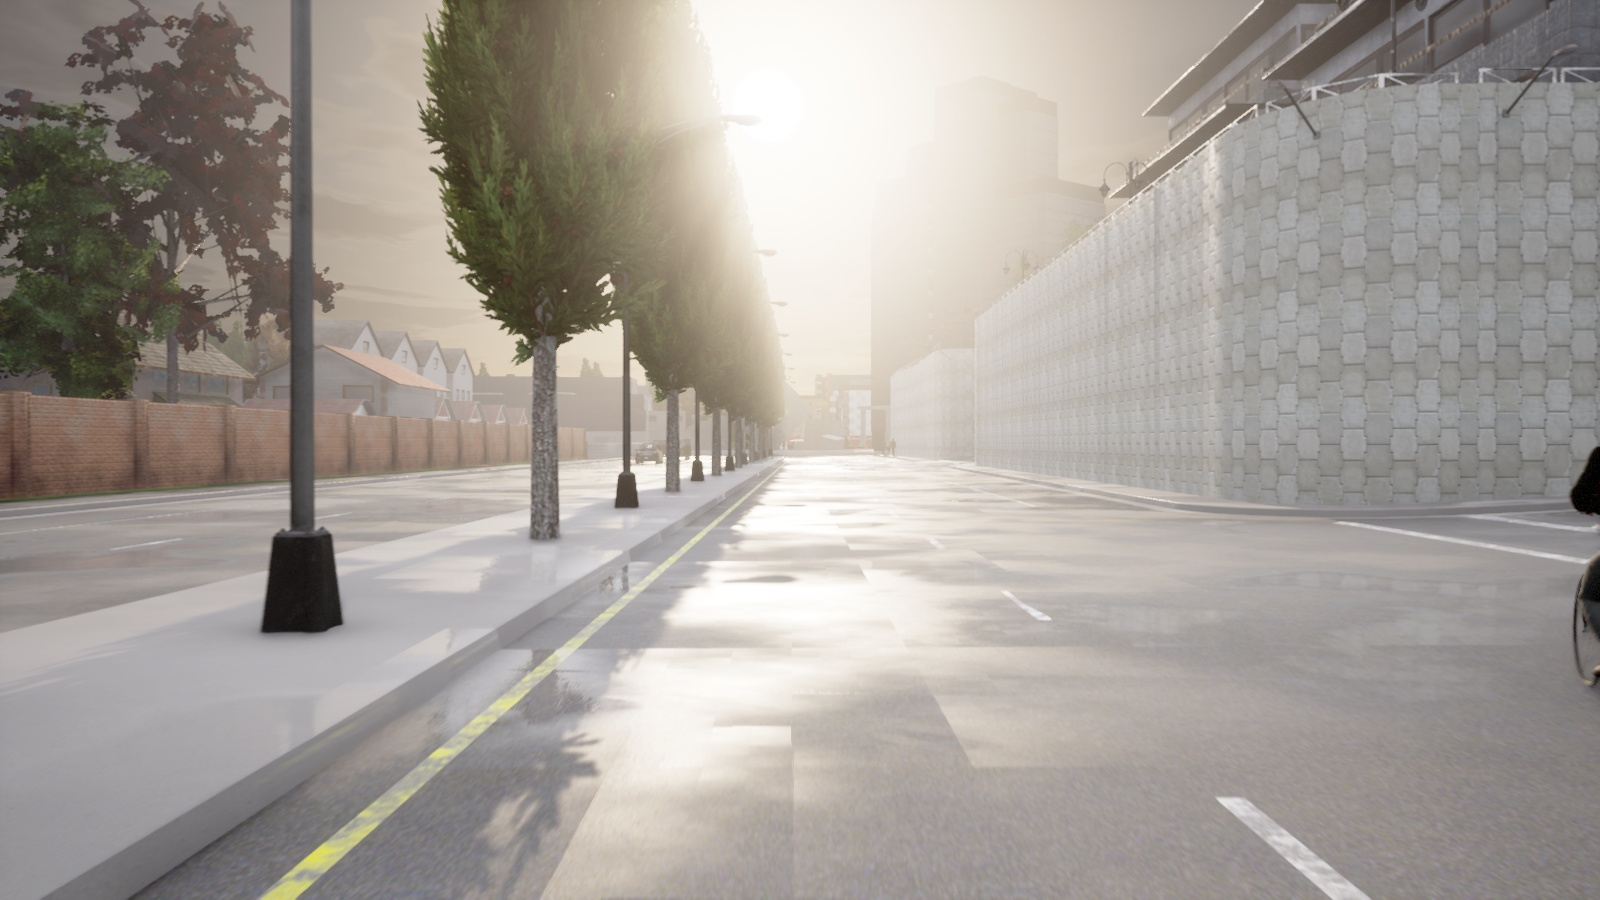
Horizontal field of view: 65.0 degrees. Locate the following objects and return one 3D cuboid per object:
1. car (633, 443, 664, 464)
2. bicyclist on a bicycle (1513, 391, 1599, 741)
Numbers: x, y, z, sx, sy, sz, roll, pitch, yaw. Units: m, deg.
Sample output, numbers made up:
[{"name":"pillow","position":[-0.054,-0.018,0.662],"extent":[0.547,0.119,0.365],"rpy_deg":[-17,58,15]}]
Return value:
[{"name":"car","position":[-10.874,0.253,90.342],"extent":[1.845,1.501,3.633],"rpy_deg":[0,0,0]},{"name":"bicyclist on a bicycle","position":[4.633,0.578,7.068],"extent":[0.659,1.776,1.843],"rpy_deg":[1,1,17]}]
